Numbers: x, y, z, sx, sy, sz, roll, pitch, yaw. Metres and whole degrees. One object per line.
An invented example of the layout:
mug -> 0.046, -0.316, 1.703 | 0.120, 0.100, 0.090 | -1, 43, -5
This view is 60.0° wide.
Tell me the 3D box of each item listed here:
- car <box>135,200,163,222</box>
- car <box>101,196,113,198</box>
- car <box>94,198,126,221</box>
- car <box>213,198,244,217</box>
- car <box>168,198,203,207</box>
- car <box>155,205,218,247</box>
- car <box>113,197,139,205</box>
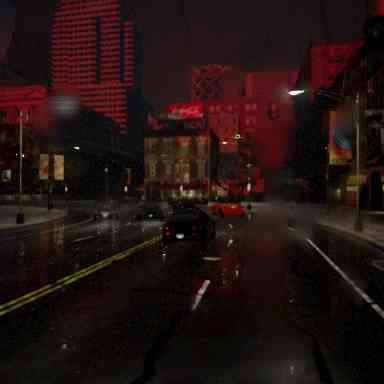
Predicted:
car -> -3.225, 1.547, 26.266 | 1.994, 1.385, 4.181 | 0, 0, -6
car -> -16.418, 1.476, 63.314 | 4.674, 1.452, 2.002 | 0, 0, 31
car -> -6.715, 1.473, 26.787 | 2.128, 1.511, 4.902 | 0, 0, -9
car -> 3.219, 1.335, 30.755 | 2.097, 1.767, 4.553 | 0, 0, -9
car -> -0.725, 1.543, 32.823 | 1.994, 1.385, 4.181 | 0, 0, -14
car -> -0.056, 1.516, 14.991 | 1.812, 1.442, 4.674 | 0, 0, 10
car -> -11.659, 1.554, 60.122 | 4.718, 1.301, 1.895 | 0, 0, 41
